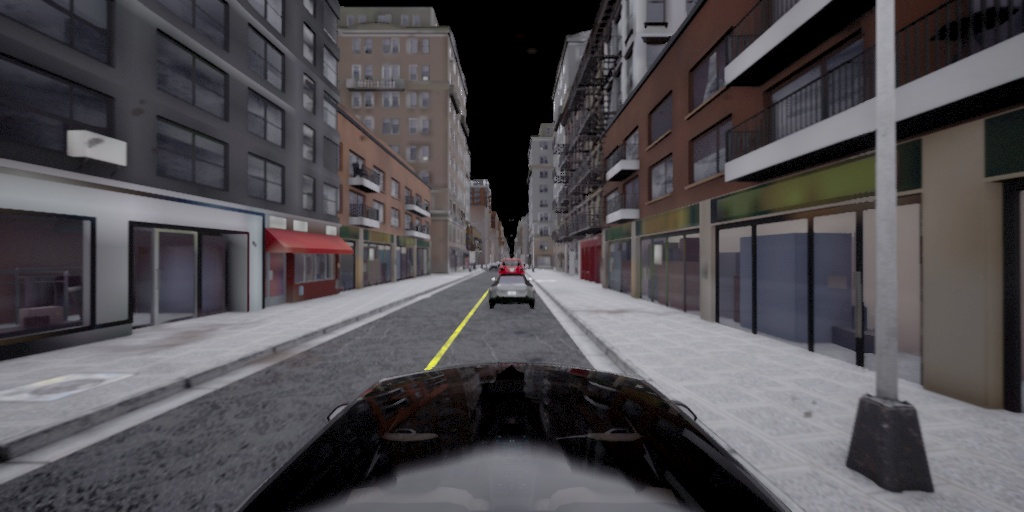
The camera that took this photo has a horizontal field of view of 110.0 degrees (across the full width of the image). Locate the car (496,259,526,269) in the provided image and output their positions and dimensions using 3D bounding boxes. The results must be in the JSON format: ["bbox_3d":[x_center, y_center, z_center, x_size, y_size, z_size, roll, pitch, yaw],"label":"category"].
[{"bbox_3d":[-0.009,1.262,30.880,2.150,2.045,5.566,0,0,0],"label":"car"}]

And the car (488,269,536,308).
[{"bbox_3d":[0.001,1.457,16.186,1.994,1.385,4.181,0,-1,0],"label":"car"}]

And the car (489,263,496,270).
[{"bbox_3d":[-3.023,1.912,63.295,2.033,1.411,5.357,0,-1,0],"label":"car"}]
